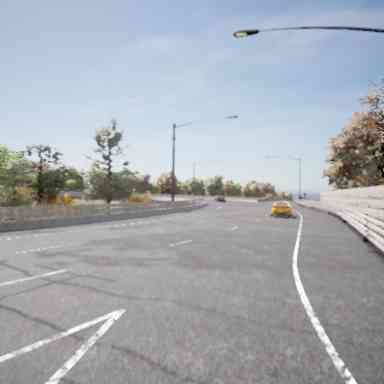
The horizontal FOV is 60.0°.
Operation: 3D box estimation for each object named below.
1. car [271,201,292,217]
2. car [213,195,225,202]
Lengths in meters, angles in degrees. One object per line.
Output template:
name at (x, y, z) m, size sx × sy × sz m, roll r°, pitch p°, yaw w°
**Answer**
car at (9.322, 1.702, 34.513) m, size 1.882 × 1.535 × 5.008 m, roll 1°, pitch 0°, yaw 17°
car at (6.443, 1.572, 80.425) m, size 2.097 × 1.767 × 4.553 m, roll 1°, pitch 0°, yaw -10°
